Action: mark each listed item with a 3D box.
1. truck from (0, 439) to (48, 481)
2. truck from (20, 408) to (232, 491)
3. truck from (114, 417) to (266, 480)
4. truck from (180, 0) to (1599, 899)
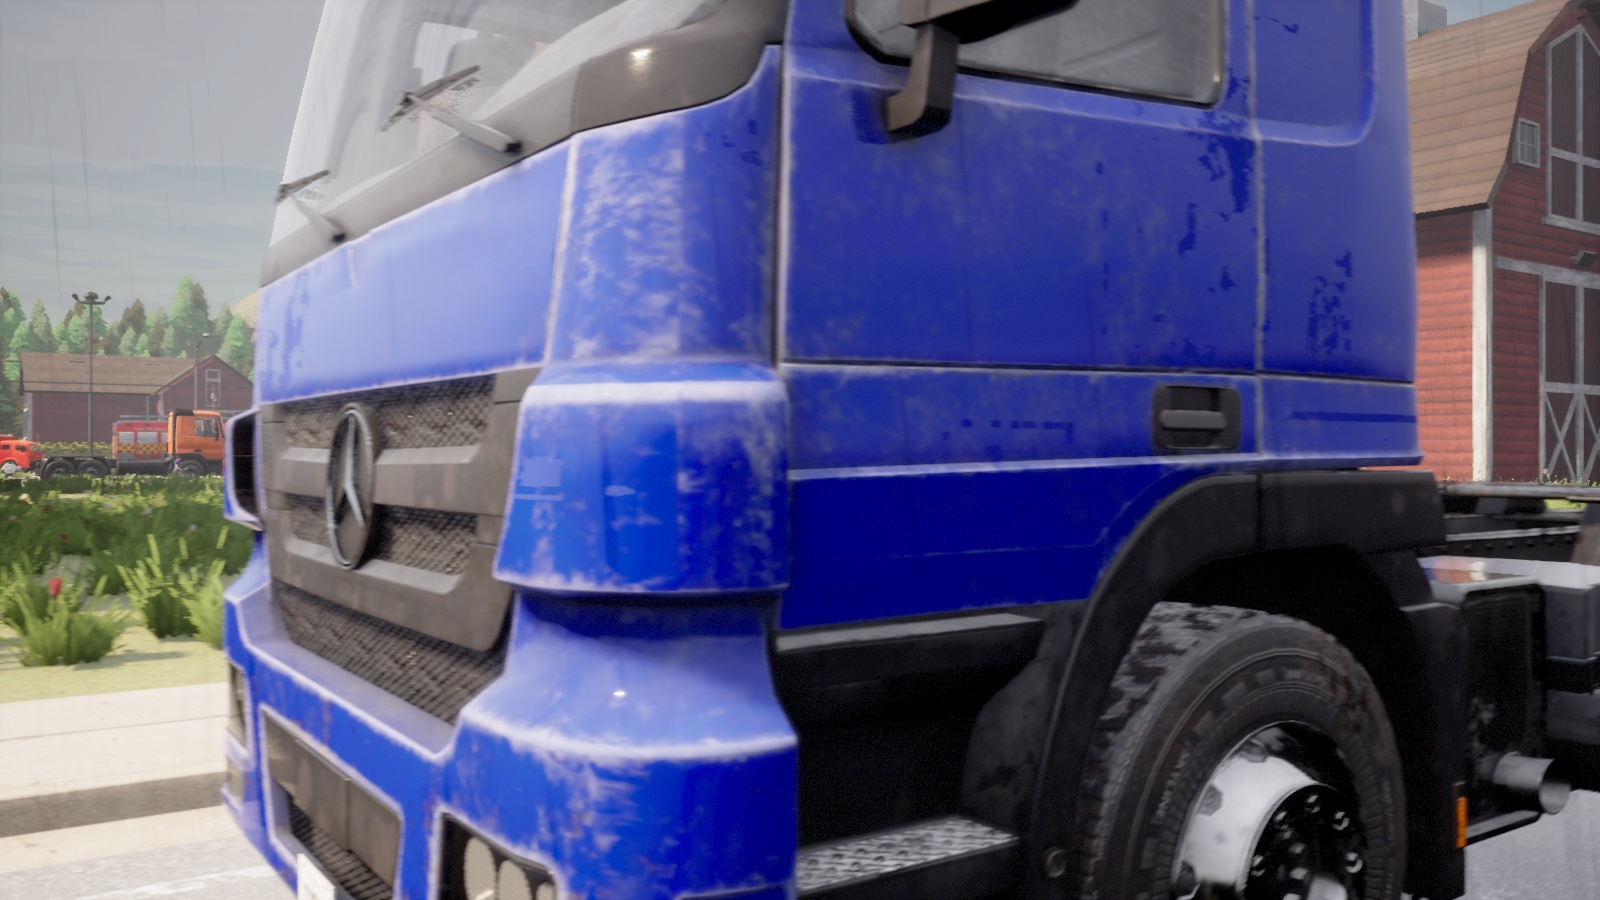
[{"bbox_3d":[-48.402,0.554,75.122,5.204,2.467,2.627,1,-1,-8],"label":"truck"},{"bbox_3d":[-29.646,-0.012,55.415,7.936,3.462,2.891,0,0,-35],"label":"truck"},{"bbox_3d":[-39.004,-0.112,80.467,8.468,3.827,2.891,0,0,-34],"label":"truck"},{"bbox_3d":[2.089,-0.230,5.117,7.936,3.462,2.891,0,0,-35],"label":"truck"}]
